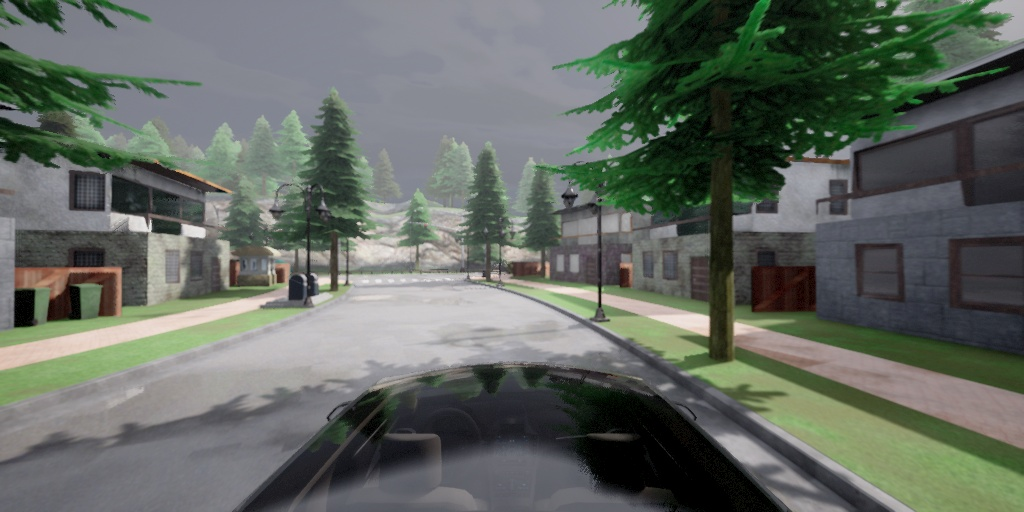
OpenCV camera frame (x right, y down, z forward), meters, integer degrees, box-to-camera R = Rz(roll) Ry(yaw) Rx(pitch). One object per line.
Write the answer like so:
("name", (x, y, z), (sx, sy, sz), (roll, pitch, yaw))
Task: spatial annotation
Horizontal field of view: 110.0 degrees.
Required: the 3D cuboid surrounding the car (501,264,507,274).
("car", (0.884, 1.430, 44.234), (4.674, 1.442, 1.812), (0, -1, -24))
